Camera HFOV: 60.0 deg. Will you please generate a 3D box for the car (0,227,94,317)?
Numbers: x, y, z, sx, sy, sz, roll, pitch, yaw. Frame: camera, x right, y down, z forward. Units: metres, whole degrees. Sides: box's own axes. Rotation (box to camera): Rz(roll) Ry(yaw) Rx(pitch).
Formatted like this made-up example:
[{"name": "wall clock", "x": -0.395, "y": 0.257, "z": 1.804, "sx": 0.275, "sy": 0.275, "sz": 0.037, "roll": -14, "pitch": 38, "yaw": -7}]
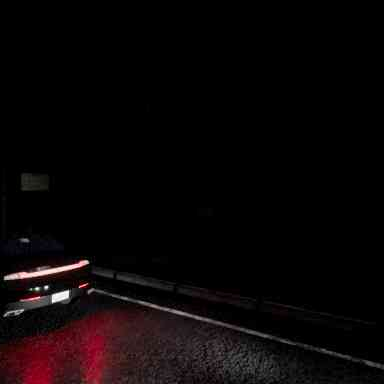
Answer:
[{"name": "car", "x": -4.082, "y": 1.492, "z": 6.887, "sx": 4.902, "sy": 1.511, "sz": 2.128, "roll": 0, "pitch": 0, "yaw": 37}]
